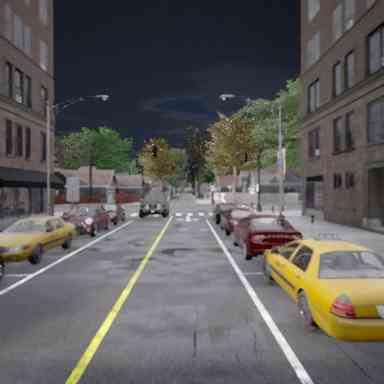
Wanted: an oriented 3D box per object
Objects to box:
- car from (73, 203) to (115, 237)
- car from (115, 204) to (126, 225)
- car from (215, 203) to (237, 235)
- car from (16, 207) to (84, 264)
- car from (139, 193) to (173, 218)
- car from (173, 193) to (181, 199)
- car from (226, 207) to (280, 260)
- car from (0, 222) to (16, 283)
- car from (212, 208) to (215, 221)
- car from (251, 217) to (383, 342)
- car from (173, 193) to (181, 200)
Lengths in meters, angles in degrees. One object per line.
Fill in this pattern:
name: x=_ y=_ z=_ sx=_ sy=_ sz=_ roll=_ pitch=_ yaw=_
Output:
car: x=-5.584 y=1.364 z=17.323 sx=1.967 sy=1.590 sz=4.097 roll=0 pitch=0 yaw=-1
car: x=-5.648 y=1.474 z=22.842 sx=1.802 sy=1.307 sz=4.206 roll=0 pitch=0 yaw=-1
car: x=2.442 y=1.470 z=17.420 sx=1.802 sy=1.307 sz=4.206 roll=0 pitch=0 yaw=-1
car: x=-5.516 y=1.481 z=11.635 sx=1.752 sy=1.417 sz=4.829 roll=0 pitch=0 yaw=-1
car: x=-3.078 y=1.109 z=28.547 sx=2.150 sy=2.045 sz=5.566 roll=0 pitch=0 yaw=-1
car: x=-4.183 y=1.018 z=92.482 sx=1.882 sy=1.535 sz=5.008 roll=0 pitch=0 yaw=-1
car: x=2.506 y=1.463 z=11.902 sx=1.887 sy=1.381 sz=4.507 roll=0 pitch=0 yaw=-1
car: x=-5.454 y=1.426 z=6.286 sx=1.967 sy=1.590 sz=4.097 roll=0 pitch=0 yaw=-1
car: x=2.377 y=1.422 z=22.938 sx=1.947 sy=1.339 sz=4.313 roll=0 pitch=0 yaw=-1
car: x=2.569 y=1.474 z=6.554 sx=1.752 sy=1.417 sz=4.829 roll=0 pitch=0 yaw=-1
car: x=-3.959 y=1.160 z=76.878 sx=2.033 sy=1.411 sz=5.357 roll=0 pitch=0 yaw=-1
